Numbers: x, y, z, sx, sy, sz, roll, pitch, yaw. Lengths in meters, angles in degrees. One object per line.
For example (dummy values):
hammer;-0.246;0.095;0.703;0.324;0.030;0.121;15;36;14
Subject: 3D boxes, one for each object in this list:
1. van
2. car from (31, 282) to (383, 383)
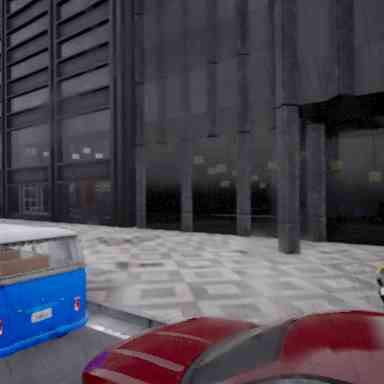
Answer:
van;-3.481;1.404;5.453;3.998;1.788;1.690;-1;-1;36
car;1.085;1.548;2.191;4.507;1.381;1.887;-1;-1;36
